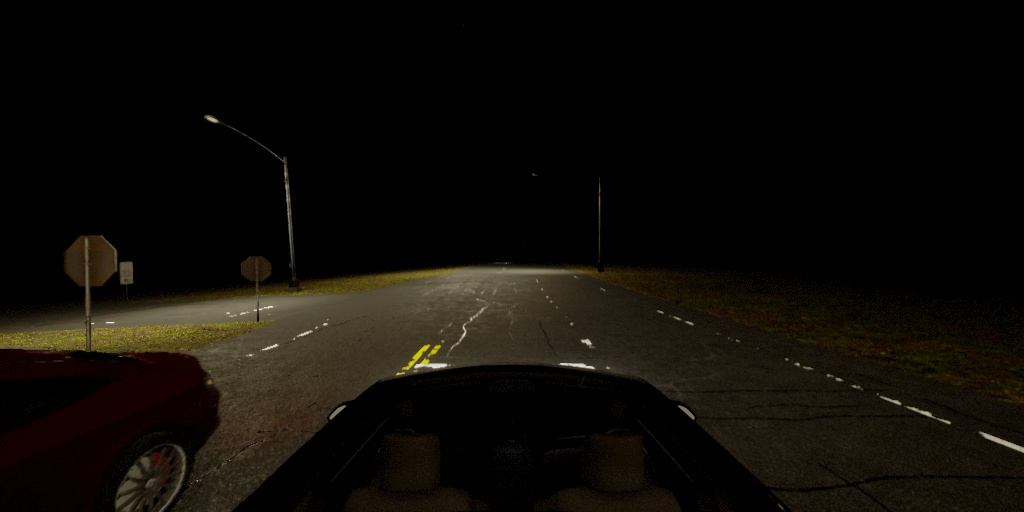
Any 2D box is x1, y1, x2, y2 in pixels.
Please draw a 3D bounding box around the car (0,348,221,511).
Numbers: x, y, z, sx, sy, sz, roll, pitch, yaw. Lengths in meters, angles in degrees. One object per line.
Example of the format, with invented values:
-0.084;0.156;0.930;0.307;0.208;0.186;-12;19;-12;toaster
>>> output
-3.497;1.275;1.320;1.812;1.442;4.674;0;0;0;car
